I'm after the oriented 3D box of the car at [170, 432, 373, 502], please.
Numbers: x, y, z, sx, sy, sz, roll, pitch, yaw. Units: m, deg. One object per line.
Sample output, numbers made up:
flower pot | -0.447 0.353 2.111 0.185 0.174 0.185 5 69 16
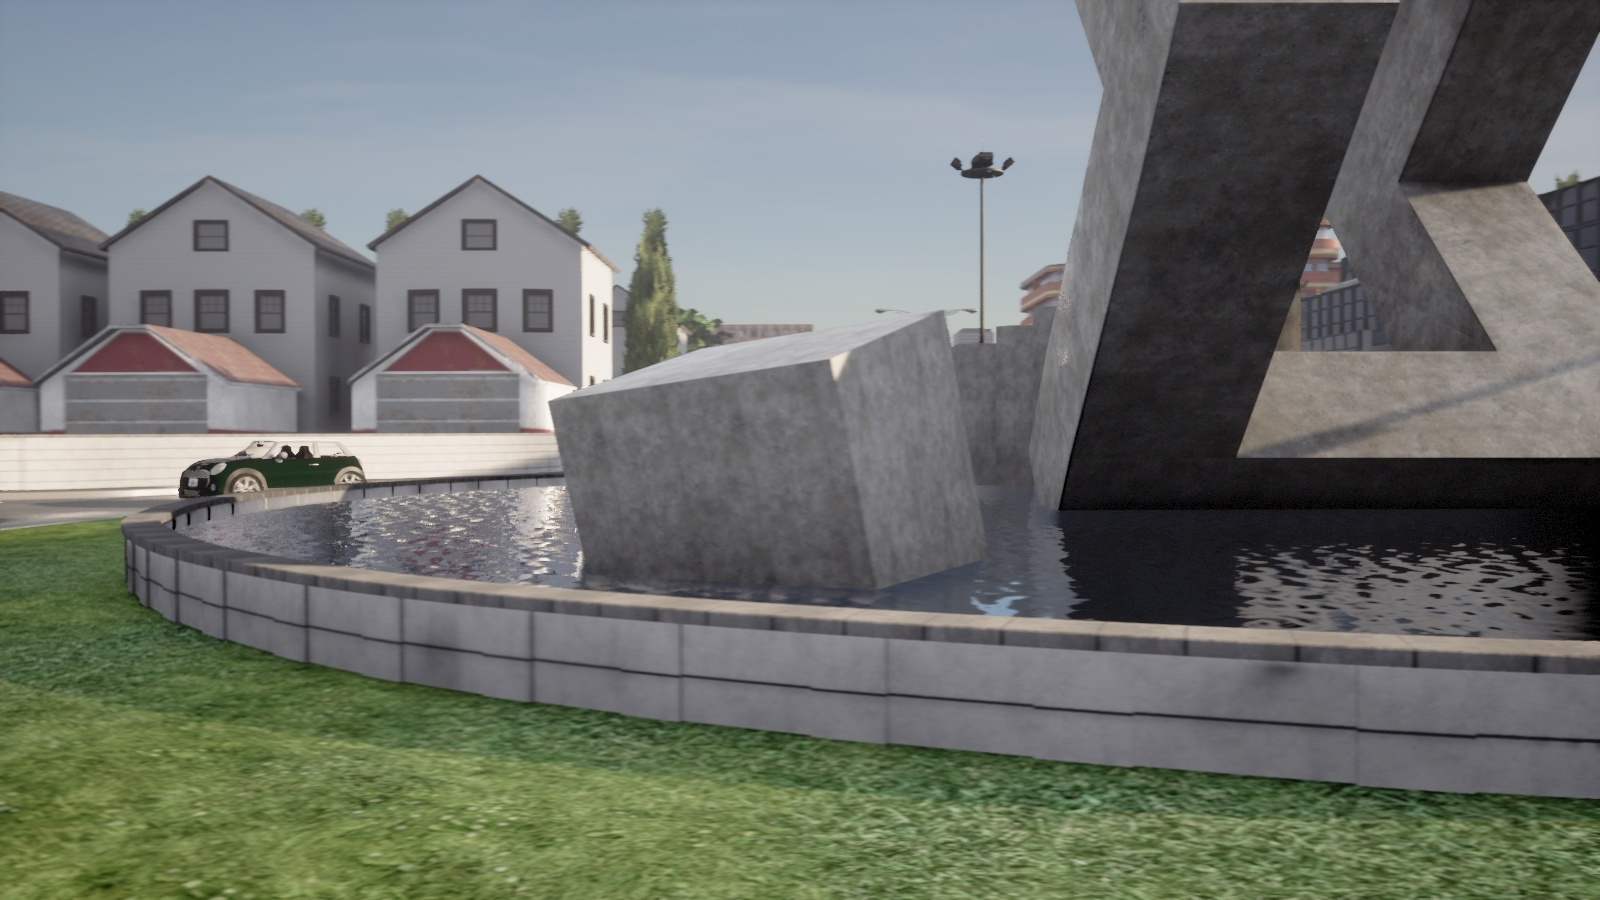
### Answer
car | -12.014 0.340 28.702 1.970 1.475 3.806 1 1 39
